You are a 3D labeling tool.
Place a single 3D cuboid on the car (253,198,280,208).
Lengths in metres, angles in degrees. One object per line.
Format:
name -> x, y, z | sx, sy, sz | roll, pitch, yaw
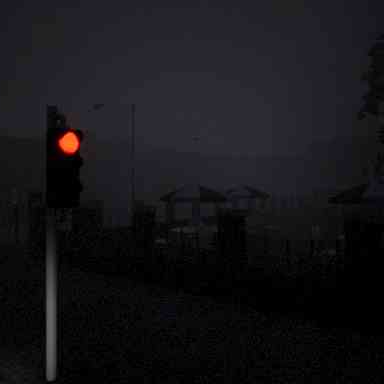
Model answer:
car -> 10.653, 1.520, 46.797 | 5.357, 1.411, 2.033 | 0, 0, -17
